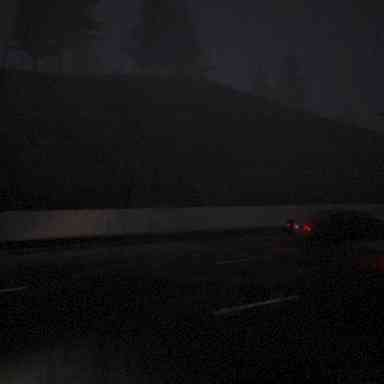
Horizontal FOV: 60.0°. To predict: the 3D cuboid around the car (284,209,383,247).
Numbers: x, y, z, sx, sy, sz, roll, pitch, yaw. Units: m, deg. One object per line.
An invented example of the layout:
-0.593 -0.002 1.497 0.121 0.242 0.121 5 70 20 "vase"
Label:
6.668 1.465 14.355 5.357 1.411 2.033 0 0 -18 "car"
